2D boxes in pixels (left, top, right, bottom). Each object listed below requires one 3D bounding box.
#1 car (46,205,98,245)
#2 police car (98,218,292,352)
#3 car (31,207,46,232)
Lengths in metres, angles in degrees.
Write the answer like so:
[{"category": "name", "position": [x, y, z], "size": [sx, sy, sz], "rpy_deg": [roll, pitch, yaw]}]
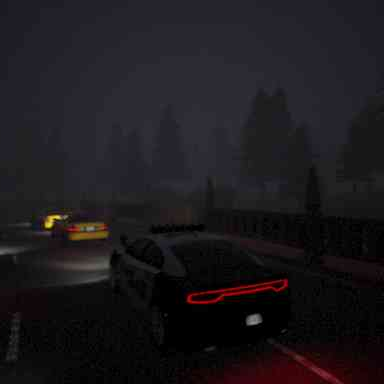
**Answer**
[{"category": "car", "position": [-5.640, 1.565, 16.266], "size": [1.801, 1.575, 5.366], "rpy_deg": [-1, 0, -31]}, {"category": "police car", "position": [-0.338, 1.443, 6.578], "size": [1.930, 1.638, 5.238], "rpy_deg": [-1, 0, -26]}, {"category": "car", "position": [-9.247, 1.625, 21.768], "size": [1.801, 1.575, 5.366], "rpy_deg": [-1, 0, -35]}]
